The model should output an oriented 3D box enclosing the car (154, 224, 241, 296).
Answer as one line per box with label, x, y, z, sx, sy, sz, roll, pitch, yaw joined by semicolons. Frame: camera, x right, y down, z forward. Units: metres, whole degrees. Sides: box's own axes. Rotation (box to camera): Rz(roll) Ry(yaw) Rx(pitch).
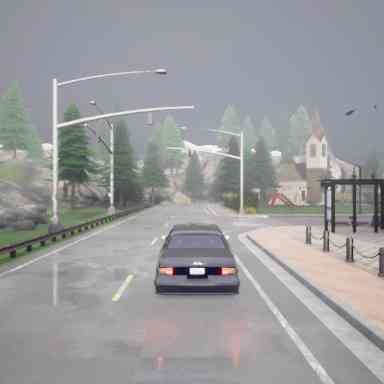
car;0.098;1.552;8.839;2.033;1.411;5.357;0;0;0
